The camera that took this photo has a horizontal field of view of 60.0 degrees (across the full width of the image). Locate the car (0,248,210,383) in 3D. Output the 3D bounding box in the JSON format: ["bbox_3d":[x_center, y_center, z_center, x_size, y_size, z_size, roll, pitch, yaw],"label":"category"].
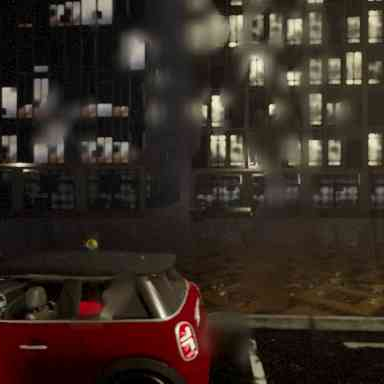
[{"bbox_3d":[-1.876,1.452,3.909,4.097,1.590,1.967,0,0,4],"label":"car"}]
